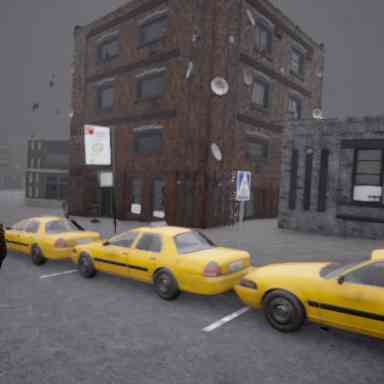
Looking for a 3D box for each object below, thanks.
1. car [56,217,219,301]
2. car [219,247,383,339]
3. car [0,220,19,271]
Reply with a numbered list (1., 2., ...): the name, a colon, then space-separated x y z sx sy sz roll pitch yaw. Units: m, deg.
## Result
1. car: -1.087 1.536 8.579 5.366 1.575 1.946 0 -1 38
2. car: 3.247 1.531 5.151 5.366 1.575 1.946 0 -1 38
3. car: -7.345 1.251 9.563 5.566 2.045 2.150 -2 -2 40
